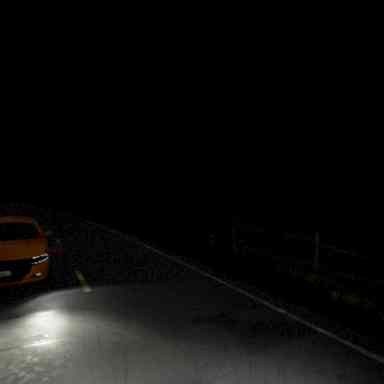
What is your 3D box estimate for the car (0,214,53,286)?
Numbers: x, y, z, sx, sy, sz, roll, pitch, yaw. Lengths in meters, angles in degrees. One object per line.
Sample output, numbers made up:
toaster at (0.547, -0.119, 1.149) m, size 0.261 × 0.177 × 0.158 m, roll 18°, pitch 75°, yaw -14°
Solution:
car at (-5.066, 1.450, 9.293) m, size 1.882 × 1.535 × 5.008 m, roll 1°, pitch 0°, yaw -26°
